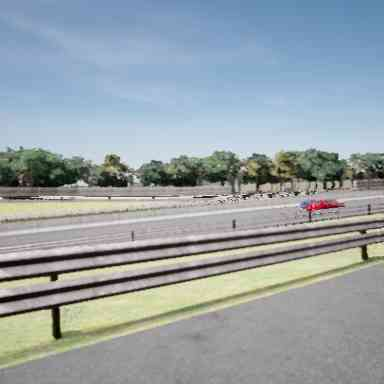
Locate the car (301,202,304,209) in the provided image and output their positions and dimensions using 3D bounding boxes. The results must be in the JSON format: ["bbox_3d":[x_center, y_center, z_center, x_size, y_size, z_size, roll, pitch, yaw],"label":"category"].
[{"bbox_3d":[19.247,1.992,49.888,5.008,1.535,1.882,-4,2,-27],"label":"car"}]

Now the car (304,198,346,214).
[{"bbox_3d":[18.584,1.841,45.620,5.566,2.045,2.150,-4,2,-27],"label":"car"}]
